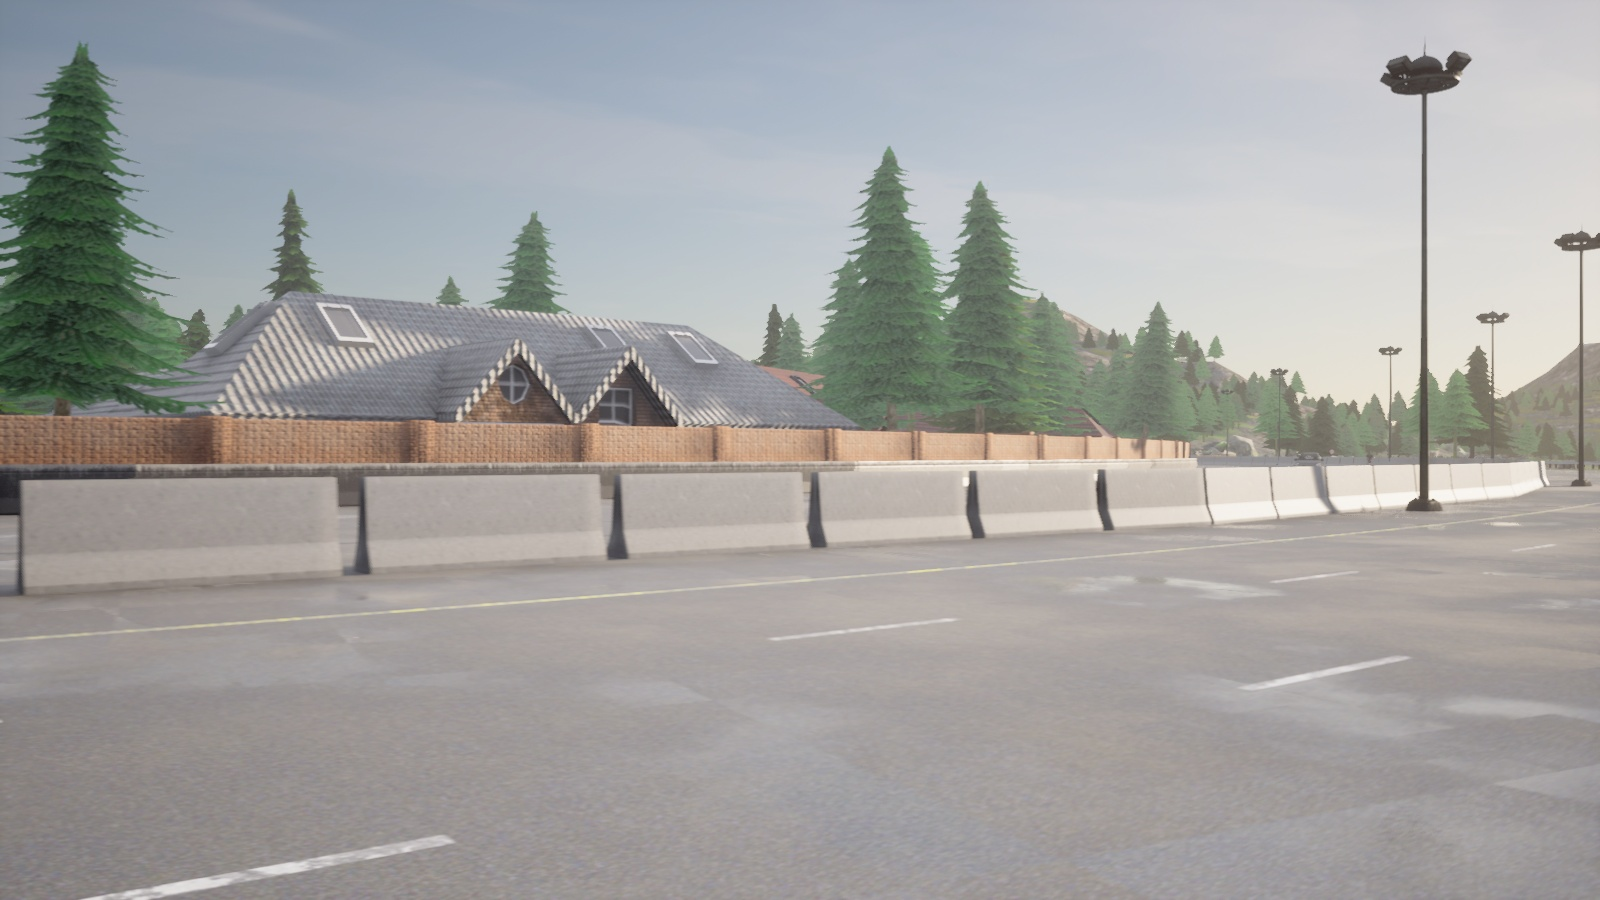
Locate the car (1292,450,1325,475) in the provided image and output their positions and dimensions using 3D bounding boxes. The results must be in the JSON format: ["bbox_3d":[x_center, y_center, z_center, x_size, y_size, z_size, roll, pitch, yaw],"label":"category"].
[{"bbox_3d":[33.226,0.782,81.982,1.851,1.617,3.988,0,0,25],"label":"car"}]
